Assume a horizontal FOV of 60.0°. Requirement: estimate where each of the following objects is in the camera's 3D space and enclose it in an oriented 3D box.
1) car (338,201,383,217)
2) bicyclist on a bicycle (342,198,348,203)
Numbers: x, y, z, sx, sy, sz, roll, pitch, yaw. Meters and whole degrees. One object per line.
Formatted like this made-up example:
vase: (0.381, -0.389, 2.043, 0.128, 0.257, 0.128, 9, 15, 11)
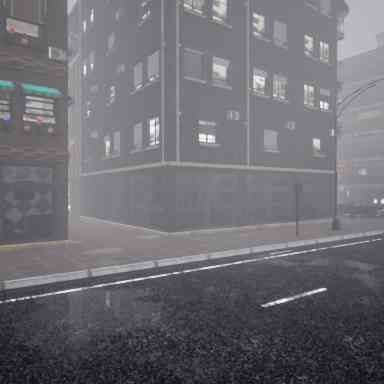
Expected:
car: (17.184, 1.723, 34.161, 2.128, 1.511, 4.902, 0, -1, -36)
bicyclist on a bicycle: (20.459, 1.587, 44.475, 1.656, 1.620, 0.582, -1, 0, -36)
